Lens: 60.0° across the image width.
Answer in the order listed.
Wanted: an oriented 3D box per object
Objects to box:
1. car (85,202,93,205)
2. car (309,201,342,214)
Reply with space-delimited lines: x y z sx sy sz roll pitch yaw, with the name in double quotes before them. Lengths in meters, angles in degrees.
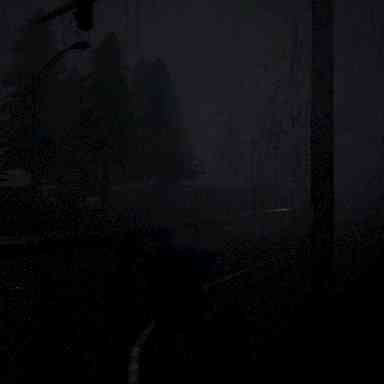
"car" -15.963 1.728 46.361 1.895 1.301 4.718 0 0 36
"car" 14.856 1.656 37.082 5.008 1.535 1.882 0 -1 -42
